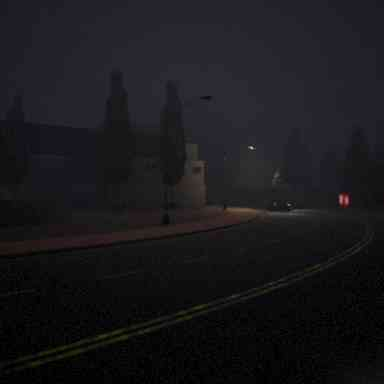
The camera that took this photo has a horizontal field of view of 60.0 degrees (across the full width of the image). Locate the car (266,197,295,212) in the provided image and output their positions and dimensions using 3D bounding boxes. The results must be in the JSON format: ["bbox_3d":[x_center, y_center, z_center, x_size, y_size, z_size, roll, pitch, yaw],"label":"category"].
[{"bbox_3d":[10.054,1.418,38.831,2.097,1.767,4.553,0,0,1],"label":"car"}]

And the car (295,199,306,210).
[{"bbox_3d":[13.441,1.621,44.884,2.033,1.411,5.357,0,0,-6],"label":"car"}]

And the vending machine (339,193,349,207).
[{"bbox_3d":[23.640,1.266,51.652,1.100,2.100,0.880,0,0,-12],"label":"vending machine"}]
